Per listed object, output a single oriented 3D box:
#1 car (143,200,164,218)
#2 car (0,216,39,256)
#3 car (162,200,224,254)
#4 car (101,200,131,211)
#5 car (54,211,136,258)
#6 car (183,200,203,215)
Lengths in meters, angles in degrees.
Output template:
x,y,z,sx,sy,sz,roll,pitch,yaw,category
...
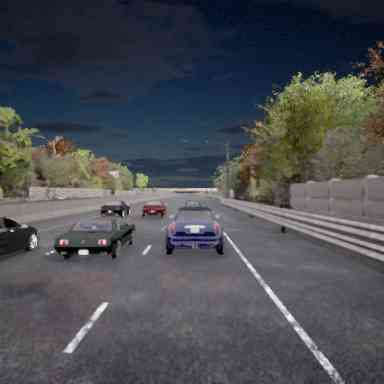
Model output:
x,y,z,sx,sy,sz,roll,pitch,yaw,category
-3.396,1.498,30.981,1.882,1.535,5.008,0,0,0,car
-6.898,1.509,11.105,1.837,1.490,4.892,0,0,0,car
0.100,1.358,13.727,2.097,1.767,4.553,0,0,0,car
-6.895,1.497,30.405,1.882,1.535,5.008,0,0,0,car
-3.396,1.606,12.658,1.895,1.301,4.718,0,0,0,car
0.103,1.572,34.944,2.033,1.411,5.357,0,0,0,car
